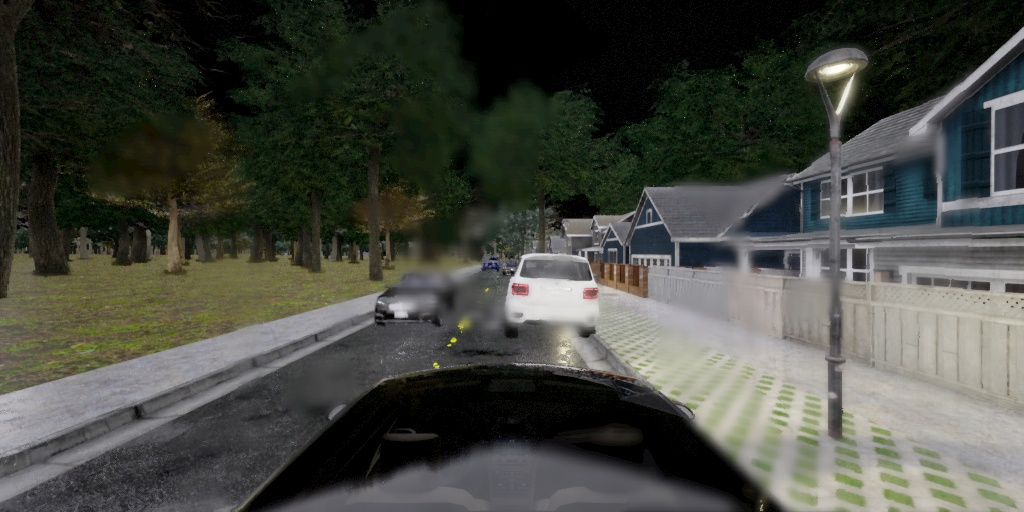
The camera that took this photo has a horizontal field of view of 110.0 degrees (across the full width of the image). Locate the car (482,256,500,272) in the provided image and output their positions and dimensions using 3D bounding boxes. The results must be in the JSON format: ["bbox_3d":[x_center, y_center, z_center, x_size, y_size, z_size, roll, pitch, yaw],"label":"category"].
[{"bbox_3d":[-2.774,0.999,47.755,2.150,2.045,5.566,0,0,0],"label":"car"}]

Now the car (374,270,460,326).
[{"bbox_3d":[-2.854,1.243,11.687,2.128,1.511,4.902,0,0,0],"label":"car"}]

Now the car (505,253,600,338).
[{"bbox_3d":[0.962,1.011,10.362,2.150,2.045,5.566,3,-1,0],"label":"car"}]

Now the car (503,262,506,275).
[{"bbox_3d":[0.014,1.340,38.462,1.994,1.385,4.181,0,0,1],"label":"car"}]
